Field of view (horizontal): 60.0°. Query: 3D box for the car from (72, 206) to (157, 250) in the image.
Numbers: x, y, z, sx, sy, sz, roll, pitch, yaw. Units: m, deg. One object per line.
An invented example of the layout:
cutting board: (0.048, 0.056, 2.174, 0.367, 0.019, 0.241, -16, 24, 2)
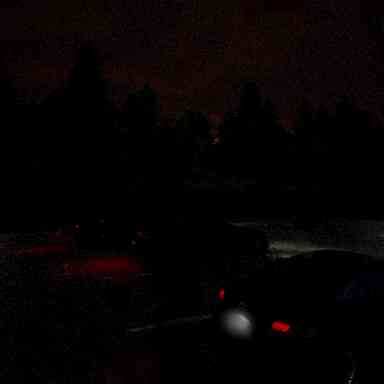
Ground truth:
car: (-2.533, 1.535, 14.254, 4.892, 1.490, 1.837, 1, 0, -25)

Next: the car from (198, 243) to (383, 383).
car: (2.443, 1.605, 4.983, 4.181, 1.385, 1.994, 1, 0, -25)

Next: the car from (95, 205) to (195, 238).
car: (-2.534, 1.523, 18.103, 5.008, 1.535, 1.882, 1, 0, -25)

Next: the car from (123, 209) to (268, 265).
car: (0.374, 1.525, 11.734, 5.008, 1.535, 1.882, 1, 0, -25)
